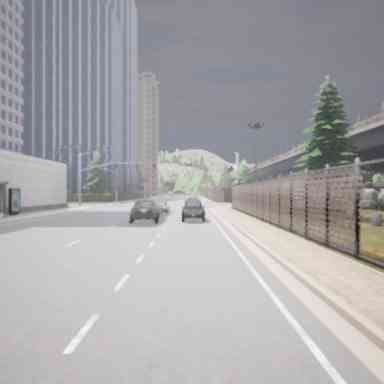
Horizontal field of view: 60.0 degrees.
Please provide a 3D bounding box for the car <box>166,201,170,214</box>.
[{"bbox_3d":[-3.421,1.619,35.899,1.895,1.301,4.718,0,0,1],"label":"car"}]

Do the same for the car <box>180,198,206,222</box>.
[{"bbox_3d":[0.111,1.507,26.753,2.128,1.511,4.902,0,0,0],"label":"car"}]

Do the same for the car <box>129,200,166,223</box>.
[{"bbox_3d":[-3.407,1.365,25.594,2.097,1.767,4.553,0,0,0],"label":"car"}]
